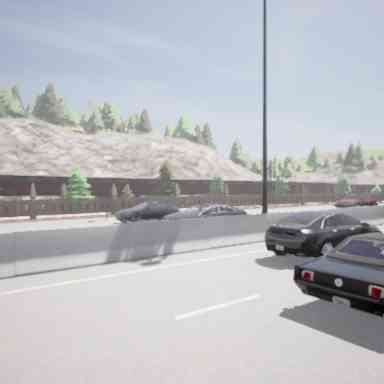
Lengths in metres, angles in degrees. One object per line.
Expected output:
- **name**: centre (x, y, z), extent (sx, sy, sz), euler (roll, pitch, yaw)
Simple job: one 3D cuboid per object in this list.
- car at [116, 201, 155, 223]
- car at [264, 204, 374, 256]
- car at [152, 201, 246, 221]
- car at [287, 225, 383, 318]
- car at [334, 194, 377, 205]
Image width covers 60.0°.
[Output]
- **car**: centre (-2.988, 1.393, 23.349), extent (4.674, 1.442, 1.812), euler (-1, 0, -36)
- **car**: centre (4.586, 1.383, 11.317), extent (4.892, 1.490, 1.837), euler (-1, 1, -35)
- **car**: centre (0.730, 1.366, 17.401), extent (4.902, 1.511, 2.128), euler (-1, 0, -35)
- **car**: centre (4.287, 1.513, 6.804), extent (4.718, 1.301, 1.895), euler (-1, 0, -35)
- **car**: centre (15.795, 0.977, 32.093), extent (4.553, 1.767, 2.097), euler (-1, 1, -33)
